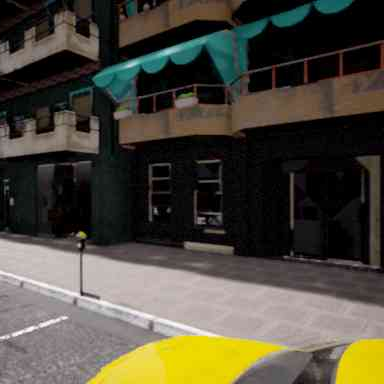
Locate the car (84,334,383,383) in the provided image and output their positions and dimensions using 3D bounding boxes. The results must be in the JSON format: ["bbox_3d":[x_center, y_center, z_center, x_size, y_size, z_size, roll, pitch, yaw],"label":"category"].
[{"bbox_3d":[1.212,1.526,1.864,4.829,1.417,1.752,0,0,35],"label":"car"}]
